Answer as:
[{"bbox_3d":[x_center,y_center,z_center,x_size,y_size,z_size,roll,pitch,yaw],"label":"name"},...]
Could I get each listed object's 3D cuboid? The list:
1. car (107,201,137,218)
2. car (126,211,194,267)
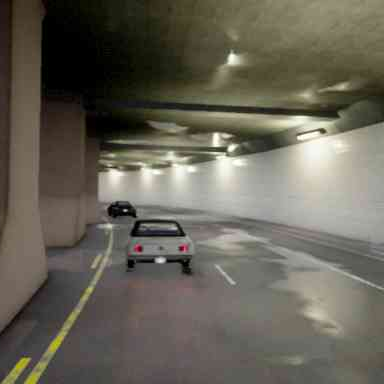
[{"bbox_3d":[-5.984,1.412,28.259,1.994,1.385,4.181,1,0,-21],"label":"car"},{"bbox_3d":[-1.229,1.565,11.269,1.895,1.301,4.718,1,0,-10],"label":"car"}]
